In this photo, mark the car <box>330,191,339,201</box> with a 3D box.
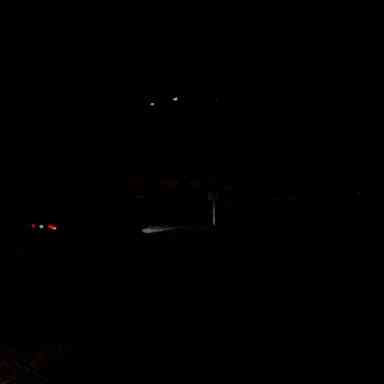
[{"bbox_3d":[26.268,0.819,64.550,2.192,1.841,5.009,0,0,34],"label":"car"}]

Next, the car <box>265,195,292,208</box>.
[{"bbox_3d":[10.542,1.216,41.302,1.802,1.307,4.206,0,0,34],"label":"car"}]

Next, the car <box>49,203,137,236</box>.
[{"bbox_3d":[-5.185,1.378,18.055,1.947,1.339,4.313,0,0,34],"label":"car"}]

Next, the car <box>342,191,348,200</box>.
[{"bbox_3d":[32.559,0.781,73.849,2.192,1.841,5.009,-1,0,34],"label":"car"}]

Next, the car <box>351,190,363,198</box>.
[{"bbox_3d":[38.745,0.454,78.296,2.150,2.045,5.566,-1,0,34],"label":"car"}]

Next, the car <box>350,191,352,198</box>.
[{"bbox_3d":[35.708,0.998,78.499,2.008,1.369,4.403,-1,0,34],"label":"car"}]

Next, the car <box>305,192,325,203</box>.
[{"bbox_3d":[19.977,0.864,55.251,2.192,1.841,5.009,0,0,34],"label":"car"}]

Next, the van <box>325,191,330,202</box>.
[{"bbox_3d":[23.123,0.866,59.900,1.690,1.788,3.998,0,0,34],"label":"van"}]

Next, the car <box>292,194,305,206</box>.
[{"bbox_3d":[13.688,1.154,45.952,2.008,1.369,4.403,0,0,34],"label":"car"}]

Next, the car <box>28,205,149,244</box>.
[{"bbox_3d":[-4.295,1.348,14.681,2.033,1.411,5.357,-1,0,34],"label":"car"}]

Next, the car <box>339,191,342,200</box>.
[{"bbox_3d":[29.320,1.010,69.059,1.752,1.417,4.829,0,0,34],"label":"car"}]
